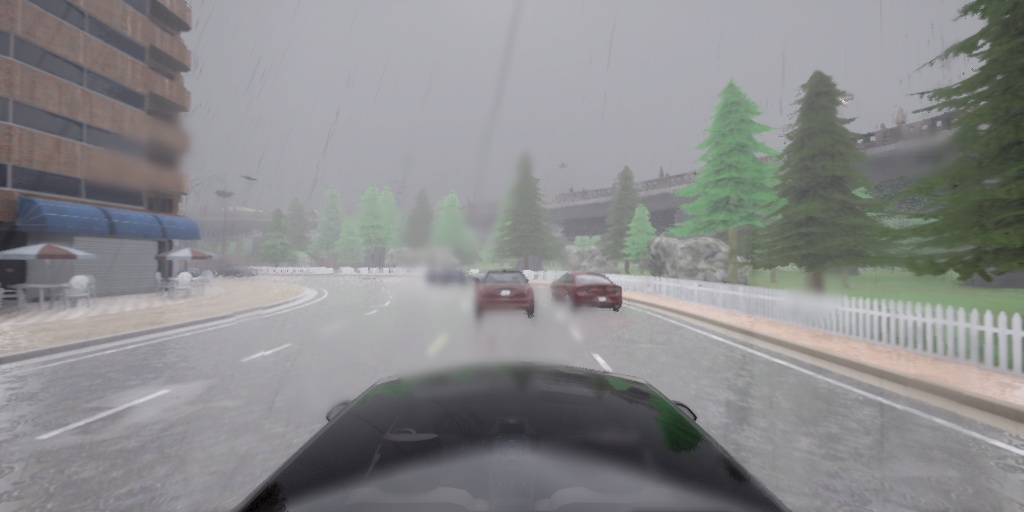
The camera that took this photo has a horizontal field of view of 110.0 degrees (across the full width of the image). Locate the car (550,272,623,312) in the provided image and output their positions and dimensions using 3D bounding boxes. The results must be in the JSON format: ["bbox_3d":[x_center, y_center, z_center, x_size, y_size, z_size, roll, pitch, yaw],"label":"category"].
[{"bbox_3d":[2.986,1.415,15.301,1.882,1.535,5.008,0,0,-6],"label":"car"}]

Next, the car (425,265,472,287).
[{"bbox_3d":[-5.365,1.475,28.693,2.097,1.767,4.553,0,-1,-33],"label":"car"}]

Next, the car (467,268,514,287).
[{"bbox_3d":[-1.870,1.739,29.757,1.895,1.301,4.718,1,-1,-33],"label":"car"}]

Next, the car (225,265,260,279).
[{"bbox_3d":[-30.285,1.762,39.172,4.902,1.511,2.128,0,-1,4],"label":"car"}]

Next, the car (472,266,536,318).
[{"bbox_3d":[-0.378,1.272,14.041,2.097,1.767,4.553,0,-1,-5],"label":"car"}]

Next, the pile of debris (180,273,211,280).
[{"bbox_3d":[-37.839,2.497,42.892,1.860,0.140,1.500,0,0,0],"label":"pile of debris"}]

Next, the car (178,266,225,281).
[{"bbox_3d":[-32.421,1.771,35.840,5.357,1.411,2.033,0,-1,2],"label":"car"}]
